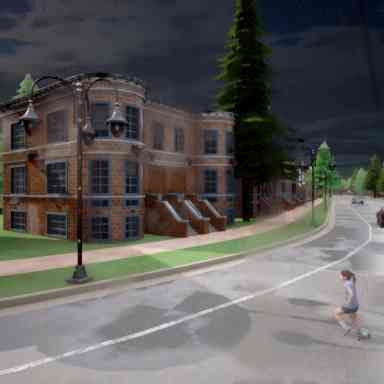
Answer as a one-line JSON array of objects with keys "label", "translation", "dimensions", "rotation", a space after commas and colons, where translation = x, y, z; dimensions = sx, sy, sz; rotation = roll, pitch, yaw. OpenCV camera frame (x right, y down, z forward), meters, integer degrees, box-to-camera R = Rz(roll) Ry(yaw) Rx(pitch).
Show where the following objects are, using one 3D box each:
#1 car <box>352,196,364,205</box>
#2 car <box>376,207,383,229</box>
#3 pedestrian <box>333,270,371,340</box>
[{"label": "car", "translation": [29.346, 1.492, 58.857], "dimensions": [2.128, 1.511, 4.902], "rotation": [0, 0, 24]}, {"label": "car", "translation": [12.927, 1.601, 21.174], "dimensions": [1.895, 1.301, 4.718], "rotation": [0, 0, 25]}, {"label": "pedestrian", "translation": [2.449, 1.674, 5.115], "dimensions": [0.500, 1.100, 0.500], "rotation": [0, 0, -42]}]
